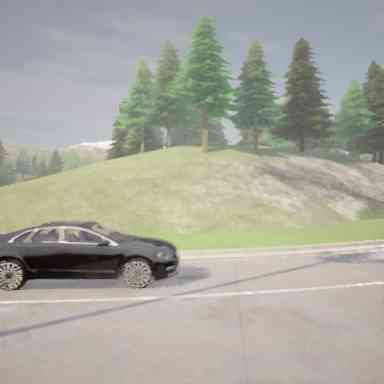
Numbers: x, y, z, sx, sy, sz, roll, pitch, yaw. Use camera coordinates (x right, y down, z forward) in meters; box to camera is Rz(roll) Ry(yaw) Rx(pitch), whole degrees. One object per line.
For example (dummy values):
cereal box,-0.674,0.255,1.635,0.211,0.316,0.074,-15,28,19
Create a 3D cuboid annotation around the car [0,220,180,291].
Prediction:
car,-2.774,1.489,8.439,4.902,1.511,2.128,0,0,-2
